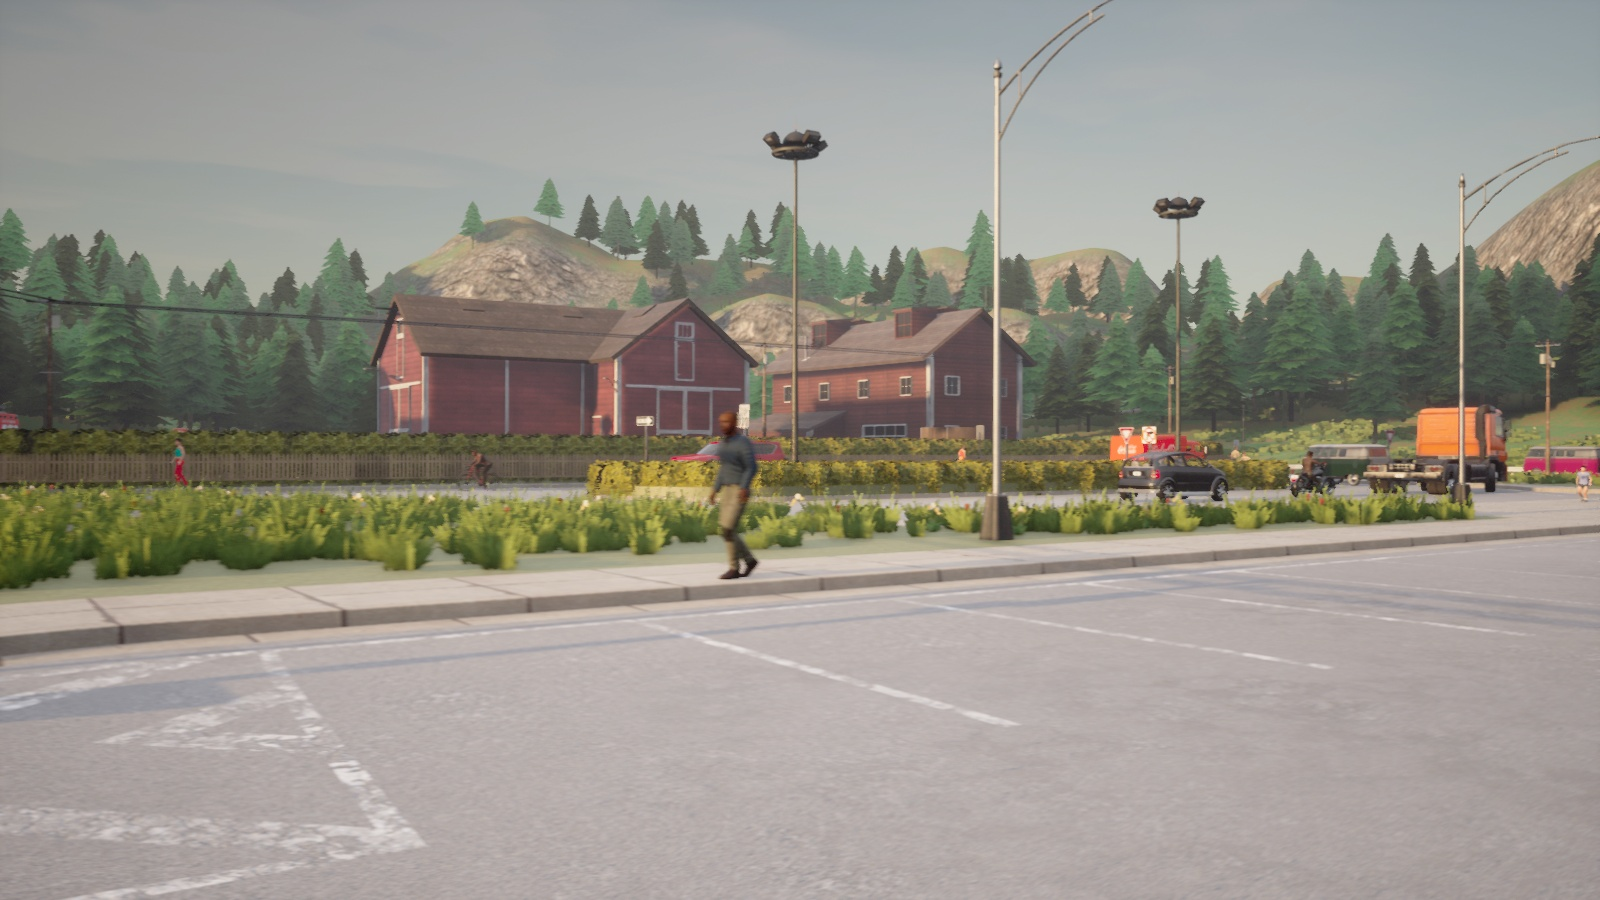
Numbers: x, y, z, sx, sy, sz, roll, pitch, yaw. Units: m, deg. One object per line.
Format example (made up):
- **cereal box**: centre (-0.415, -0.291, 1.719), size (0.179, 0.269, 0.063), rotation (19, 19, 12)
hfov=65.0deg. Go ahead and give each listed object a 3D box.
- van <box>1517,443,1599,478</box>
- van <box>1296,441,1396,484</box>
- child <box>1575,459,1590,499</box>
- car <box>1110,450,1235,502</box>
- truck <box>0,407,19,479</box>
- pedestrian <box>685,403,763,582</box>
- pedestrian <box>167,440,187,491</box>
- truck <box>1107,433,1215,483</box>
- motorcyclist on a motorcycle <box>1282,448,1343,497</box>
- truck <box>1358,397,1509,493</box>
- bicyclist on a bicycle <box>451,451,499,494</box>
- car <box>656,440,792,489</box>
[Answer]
- **van**: centre (44.599, 0.584, 73.324), size (1.775, 1.987, 4.442), rotation (0, 0, -34)
- **van**: centre (26.003, 0.589, 59.996), size (1.775, 1.987, 4.442), rotation (0, 0, -21)
- **child**: centre (22.131, 0.820, 35.502), size (0.394, 1.110, 0.255), rotation (0, 0, -42)
- **car**: centre (11.604, 0.792, 39.068), size (3.705, 1.549, 1.789), rotation (0, 0, -34)
- **truck**: centre (-43.860, -0.369, 66.031), size (2.891, 3.827, 8.468), rotation (0, 0, -19)
- **pedestrian**: centre (-0.799, 0.434, 13.207), size (0.726, 1.835, 0.370), rotation (0, 0, -36)
- **pedestrian**: centre (-22.373, 0.558, 45.071), size (0.594, 1.836, 0.345), rotation (0, 0, -37)
- **truck**: centre (18.616, 0.385, 64.730), size (5.204, 2.467, 2.627), rotation (-1, 0, -34)
- **motorcyclist on a motorcycle**: centre (17.627, 0.764, 43.192), size (2.350, 1.649, 0.766), rotation (0, 0, -34)
- **truck**: centre (24.734, -0.170, 48.819), size (7.936, 3.462, 2.891), rotation (0, 0, -45)
- **bicyclist on a bicycle**: centre (-12.409, 0.841, 47.939), size (1.656, 1.620, 0.582), rotation (0, 0, -34)
- **car**: centre (-3.239, 0.603, 54.152), size (5.566, 2.045, 2.150), rotation (0, 0, -34)
